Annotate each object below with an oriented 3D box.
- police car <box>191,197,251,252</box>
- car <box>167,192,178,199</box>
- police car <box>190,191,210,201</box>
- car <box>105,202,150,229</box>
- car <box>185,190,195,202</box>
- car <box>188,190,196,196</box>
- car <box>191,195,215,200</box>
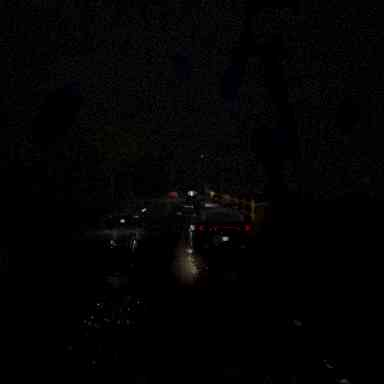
[{"bbox_3d":[1.049,1.226,13.108,1.930,1.638,5.238,0,1,0],"label":"police car"},{"bbox_3d":[-3.517,0.656,60.933,1.895,1.301,4.718,0,1,1],"label":"car"},{"bbox_3d":[1.050,0.979,29.119,1.930,1.638,5.238,0,1,0],"label":"police car"},{"bbox_3d":[-3.593,1.272,19.169,1.994,1.385,4.181,0,1,0],"label":"car"},{"bbox_3d":[0.019,0.720,49.915,2.128,1.511,4.902,0,1,0],"label":"car"},{"bbox_3d":[0.003,0.248,73.503,1.895,1.301,4.718,0,1,0],"label":"car"},{"bbox_3d":[1.050,1.174,23.006,1.812,1.442,4.674,0,1,0],"label":"car"}]
